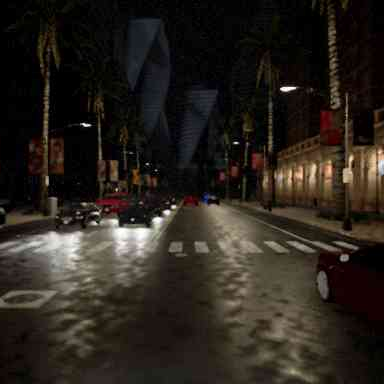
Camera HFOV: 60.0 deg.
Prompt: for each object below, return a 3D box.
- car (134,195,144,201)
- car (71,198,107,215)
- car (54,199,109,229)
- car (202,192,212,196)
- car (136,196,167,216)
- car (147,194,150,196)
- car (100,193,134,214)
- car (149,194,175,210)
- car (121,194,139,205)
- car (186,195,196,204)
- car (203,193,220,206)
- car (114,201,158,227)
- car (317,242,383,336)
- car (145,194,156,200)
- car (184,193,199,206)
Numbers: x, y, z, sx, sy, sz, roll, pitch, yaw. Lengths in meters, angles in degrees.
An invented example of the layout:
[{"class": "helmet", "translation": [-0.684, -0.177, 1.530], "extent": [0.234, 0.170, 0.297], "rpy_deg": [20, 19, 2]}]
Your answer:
[{"class": "car", "translation": [-7.141, 1.452, 41.305], "extent": [2.033, 1.411, 5.357], "rpy_deg": [0, 0, 0]}, {"class": "car", "translation": [-10.286, 1.429, 33.652], "extent": [2.161, 1.482, 4.786], "rpy_deg": [0, 0, -1]}, {"class": "car", "translation": [-7.156, 1.438, 21.335], "extent": [2.128, 1.511, 4.902], "rpy_deg": [0, 0, 0]}, {"class": "car", "translation": [3.217, 1.096, 63.076], "extent": [2.150, 2.045, 5.566], "rpy_deg": [0, 0, -1]}, {"class": "car", "translation": [-3.672, 1.436, 31.198], "extent": [1.837, 1.490, 4.892], "rpy_deg": [0, 0, 0]}, {"class": "car", "translation": [-7.185, 1.360, 52.076], "extent": [1.882, 1.535, 5.008], "rpy_deg": [0, 0, 0]}, {"class": "car", "translation": [-7.172, 1.148, 30.794], "extent": [2.150, 2.045, 5.566], "rpy_deg": [0, 0, 0]}, {"class": "car", "translation": [-3.642, 1.262, 41.058], "extent": [2.097, 1.767, 4.553], "rpy_deg": [0, 0, 0]}, {"class": "car", "translation": [-10.280, 1.225, 55.583], "extent": [2.185, 1.767, 4.553], "rpy_deg": [0, 0, -1]}, {"class": "car", "translation": [-0.283, 1.374, 62.998], "extent": [1.837, 1.490, 4.892], "rpy_deg": [0, 0, -1]}, {"class": "car", "translation": [3.355, 1.387, 52.997], "extent": [2.128, 1.511, 4.902], "rpy_deg": [0, 0, -1]}, {"class": "car", "translation": [-3.660, 1.513, 22.488], "extent": [1.994, 1.385, 4.181], "rpy_deg": [0, 0, 0]}, {"class": "car", "translation": [3.589, 1.474, 5.137], "extent": [1.882, 1.535, 5.008], "rpy_deg": [0, 0, 0]}, {"class": "car", "translation": [-10.673, 1.289, 84.956], "extent": [2.231, 1.521, 4.892], "rpy_deg": [0, 0, -1]}, {"class": "car", "translation": [-0.139, 1.113, 52.618], "extent": [2.150, 2.045, 5.566], "rpy_deg": [0, 0, -1]}]
